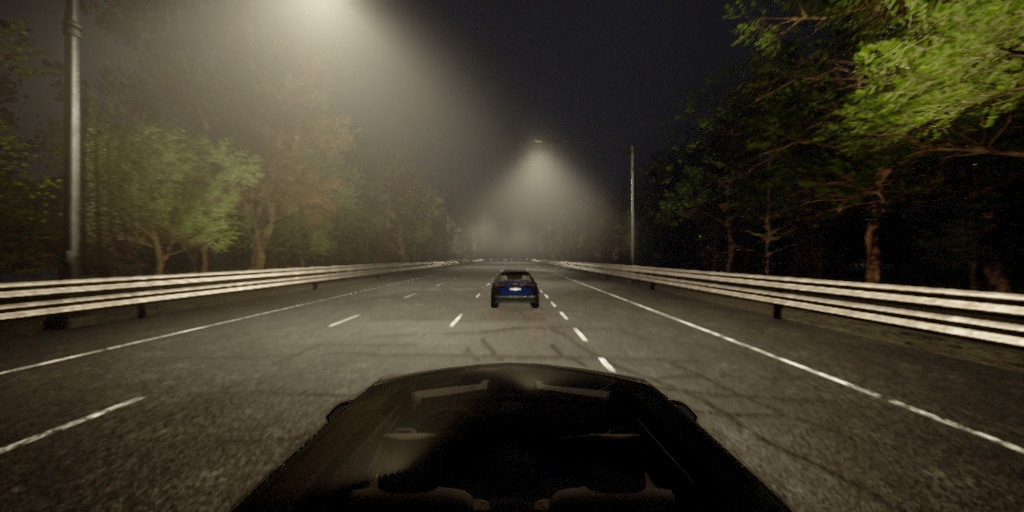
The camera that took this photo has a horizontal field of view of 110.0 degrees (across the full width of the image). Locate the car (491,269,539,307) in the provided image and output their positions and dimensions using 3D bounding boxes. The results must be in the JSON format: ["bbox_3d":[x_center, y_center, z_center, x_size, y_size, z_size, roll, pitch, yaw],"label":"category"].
[{"bbox_3d":[0.109,1.350,15.755,2.033,1.649,4.856,0,-1,-1],"label":"car"}]
